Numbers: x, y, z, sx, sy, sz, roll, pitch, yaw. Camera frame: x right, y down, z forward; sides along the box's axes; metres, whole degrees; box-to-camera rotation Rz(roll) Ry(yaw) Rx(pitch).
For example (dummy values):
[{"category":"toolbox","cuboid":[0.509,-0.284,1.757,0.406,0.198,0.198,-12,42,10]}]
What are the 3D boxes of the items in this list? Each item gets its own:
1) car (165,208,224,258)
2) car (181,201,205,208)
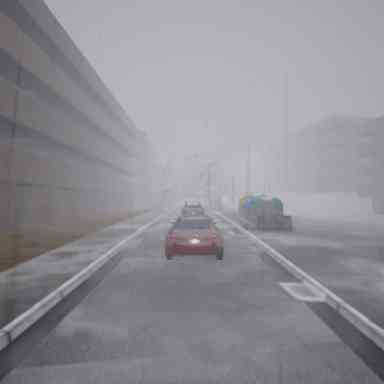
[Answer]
[{"category":"car","cuboid":[0.085,1.510,12.472,1.994,1.385,4.181,0,0,0]},{"category":"car","cuboid":[0.090,1.511,28.068,2.128,1.511,4.902,0,-1,0]}]
